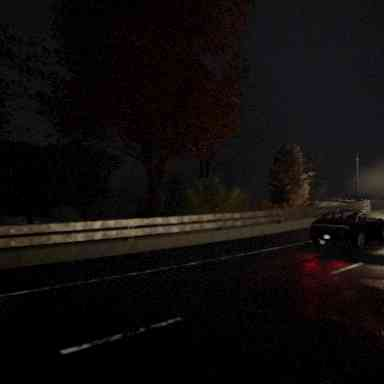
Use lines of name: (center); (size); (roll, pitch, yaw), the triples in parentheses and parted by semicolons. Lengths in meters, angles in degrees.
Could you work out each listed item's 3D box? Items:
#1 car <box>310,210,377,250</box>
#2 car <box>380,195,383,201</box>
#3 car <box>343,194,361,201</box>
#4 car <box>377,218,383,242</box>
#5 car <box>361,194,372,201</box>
car: (6.984, 1.521, 14.568); (4.902, 1.511, 2.128); (0, 0, -44)
car: (48.096, 1.312, 82.176); (2.097, 1.767, 4.553); (0, 0, 17)
car: (40.018, 1.335, 84.271); (2.097, 1.767, 4.553); (0, 0, 2)
car: (8.039, 1.368, 10.794); (4.553, 1.767, 2.097); (0, 0, -43)
car: (43.508, 1.327, 84.004); (2.097, 1.767, 4.553); (0, 0, 2)
